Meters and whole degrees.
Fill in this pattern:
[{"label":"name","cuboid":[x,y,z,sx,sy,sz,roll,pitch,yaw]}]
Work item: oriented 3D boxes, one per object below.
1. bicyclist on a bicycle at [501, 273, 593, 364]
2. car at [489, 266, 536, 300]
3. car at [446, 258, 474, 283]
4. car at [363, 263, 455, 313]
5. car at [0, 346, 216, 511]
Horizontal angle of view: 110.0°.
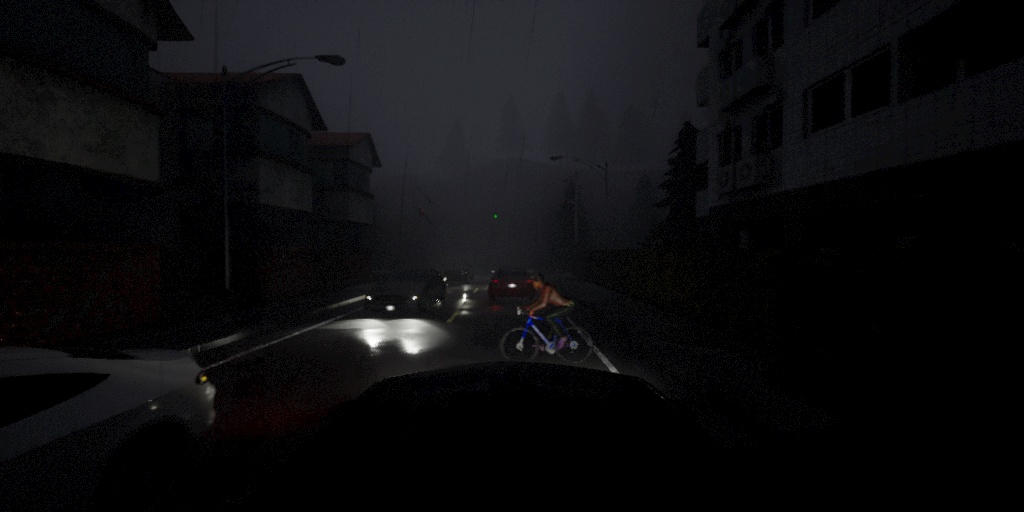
[{"label":"bicyclist on a bicycle","cuboid":[0.616,1.131,6.360,1.656,1.620,0.582,-1,1,0]},{"label":"car","cuboid":[-0.007,1.128,16.275,1.994,1.385,4.181,0,1,0]},{"label":"car","cuboid":[-3.667,0.939,24.326,1.882,1.535,5.008,0,1,0]},{"label":"car","cuboid":[-3.665,1.148,13.441,2.033,1.411,5.357,0,1,0]},{"label":"car","cuboid":[-3.588,1.280,1.377,1.812,1.442,4.674,0,1,0]}]
